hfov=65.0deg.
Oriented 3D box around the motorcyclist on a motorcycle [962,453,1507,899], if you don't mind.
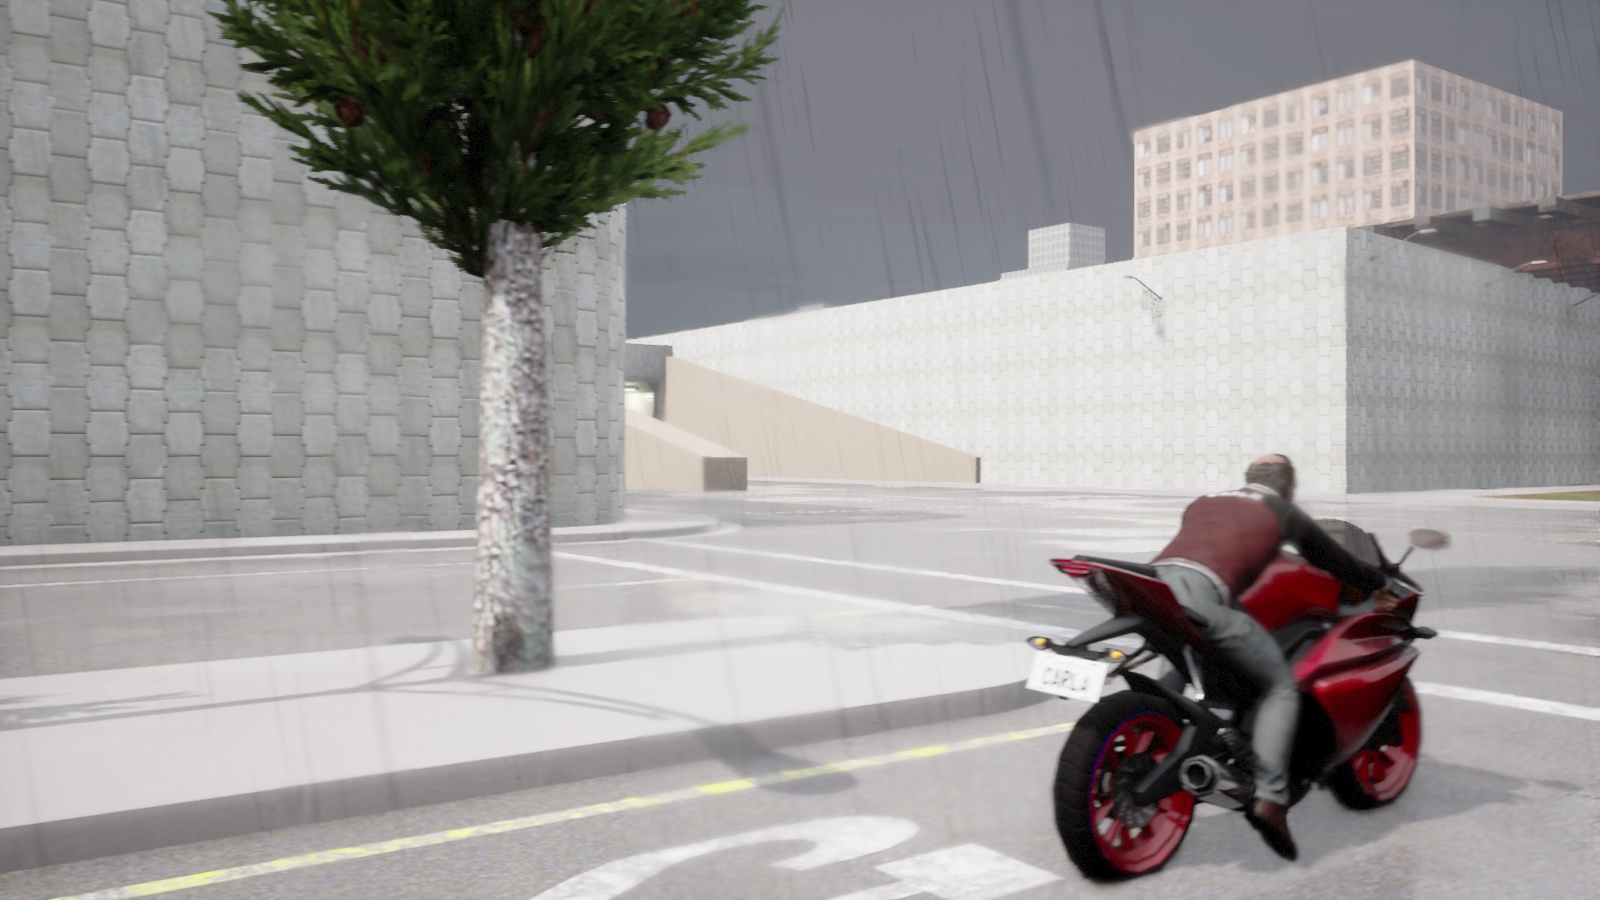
[{"bbox_3d":[1.745,0.788,4.873,2.191,1.530,0.866,-1,0,-35],"label":"motorcyclist on a motorcycle"}]
